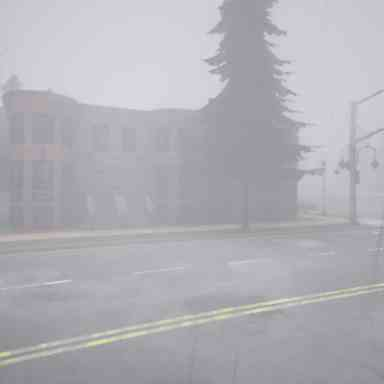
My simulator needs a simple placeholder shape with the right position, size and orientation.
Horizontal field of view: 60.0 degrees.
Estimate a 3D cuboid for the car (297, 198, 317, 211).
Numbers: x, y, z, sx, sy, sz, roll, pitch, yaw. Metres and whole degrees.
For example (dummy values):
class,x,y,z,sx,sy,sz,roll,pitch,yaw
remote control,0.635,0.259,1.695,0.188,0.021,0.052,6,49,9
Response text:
class,x,y,z,sx,sy,sz,roll,pitch,yaw
car,11.588,1.355,36.439,1.994,1.385,4.181,0,0,-23
